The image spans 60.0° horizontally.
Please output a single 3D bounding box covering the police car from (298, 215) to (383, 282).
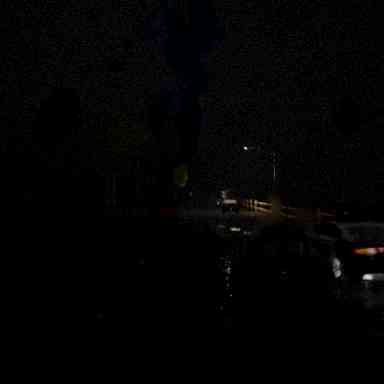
[{"bbox_3d":[4.745,1.523,10.216,1.930,1.638,5.238,1,0,1],"label":"police car"}]

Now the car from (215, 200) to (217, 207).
[{"bbox_3d":[4.735,1.796,54.615,1.895,1.301,4.718,1,0,1],"label":"car"}]

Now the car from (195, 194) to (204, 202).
[{"bbox_3d":[1.915,1.470,83.477,2.150,2.045,5.566,1,0,1],"label":"car"}]

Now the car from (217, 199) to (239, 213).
[{"bbox_3d":[4.467,1.659,39.709,2.128,1.511,4.902,1,0,2],"label":"car"}]
